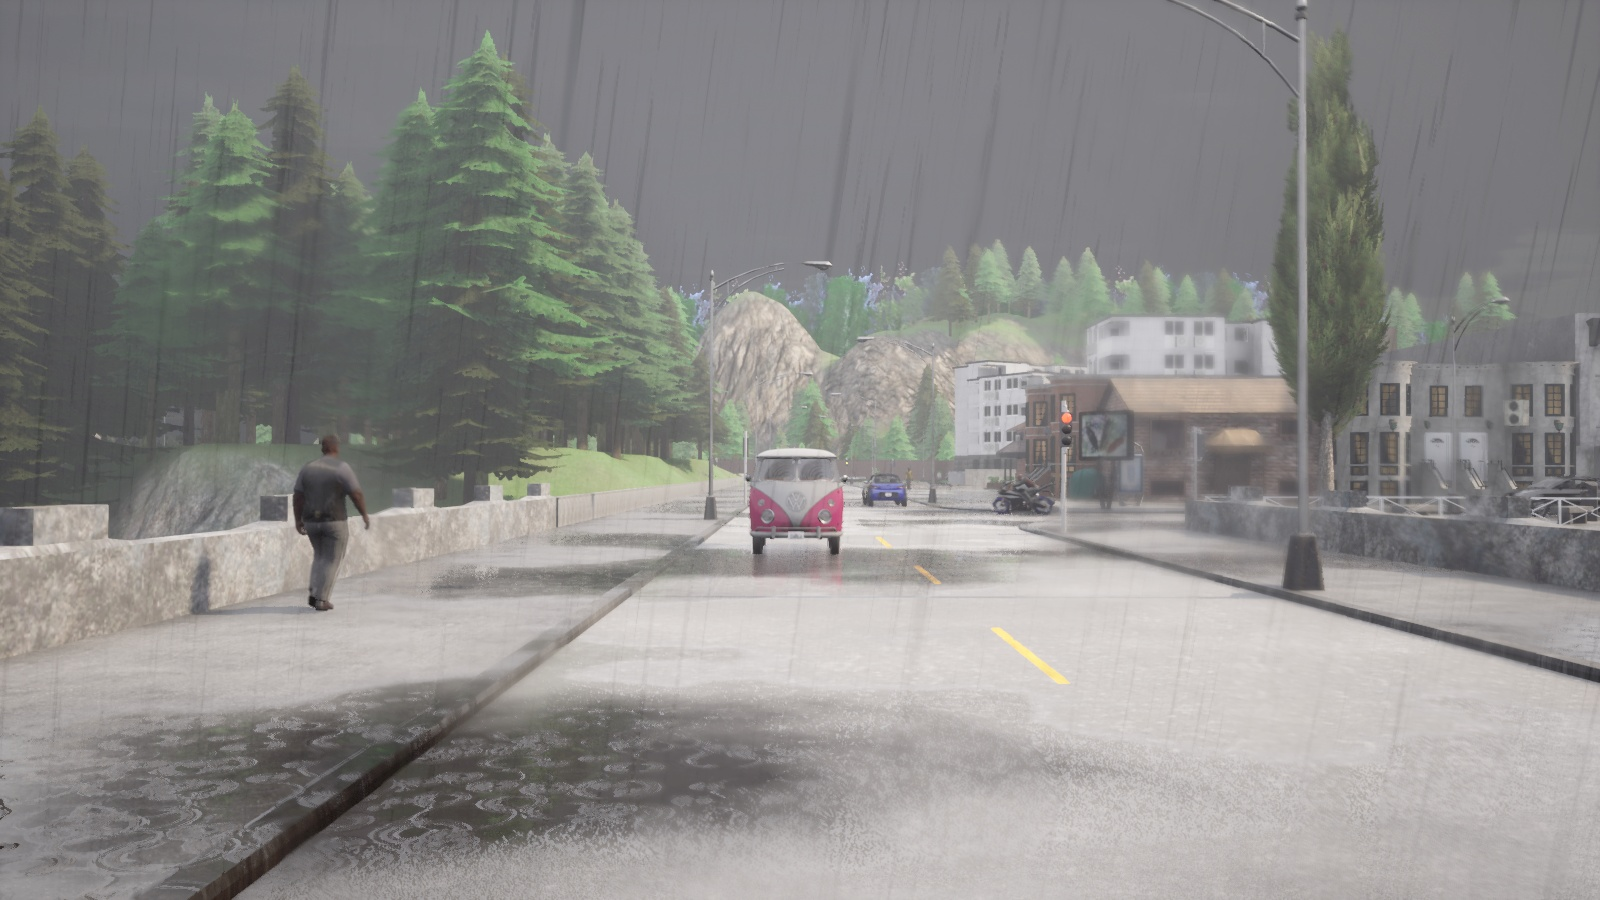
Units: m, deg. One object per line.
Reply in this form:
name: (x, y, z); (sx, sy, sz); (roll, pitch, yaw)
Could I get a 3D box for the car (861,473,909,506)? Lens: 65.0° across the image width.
car: (3.846, 1.773, 57.323); (1.816, 1.474, 4.193); (0, -1, -1)

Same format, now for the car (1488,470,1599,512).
car: (27.664, 1.484, 45.747); (4.193, 1.474, 1.816); (0, -1, 0)

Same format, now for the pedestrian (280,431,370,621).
pedestrian: (-4.856, 0.760, 12.879); (0.563, 1.883, 0.849); (0, -1, 3)

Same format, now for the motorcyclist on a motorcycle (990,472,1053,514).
motorcyclist on a motorcycle: (8.170, 1.592, 46.367); (2.191, 1.530, 0.866); (-1, -2, 16)

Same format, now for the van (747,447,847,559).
van: (-0.059, 0.979, 24.561); (1.775, 1.987, 4.442); (0, -1, 0)
